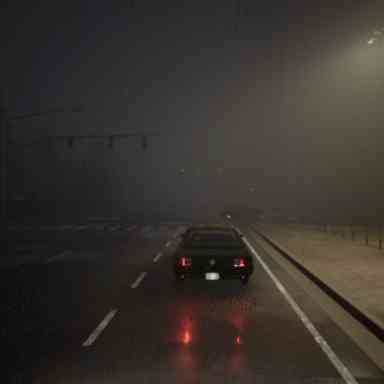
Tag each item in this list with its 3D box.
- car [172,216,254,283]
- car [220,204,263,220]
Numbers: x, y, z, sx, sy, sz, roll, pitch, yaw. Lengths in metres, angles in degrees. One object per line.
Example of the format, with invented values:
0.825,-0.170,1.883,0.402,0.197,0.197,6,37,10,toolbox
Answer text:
0.579,1.628,9.763,1.895,1.301,4.718,0,0,3,car
4.440,1.730,29.192,1.895,1.301,4.718,0,0,38,car
